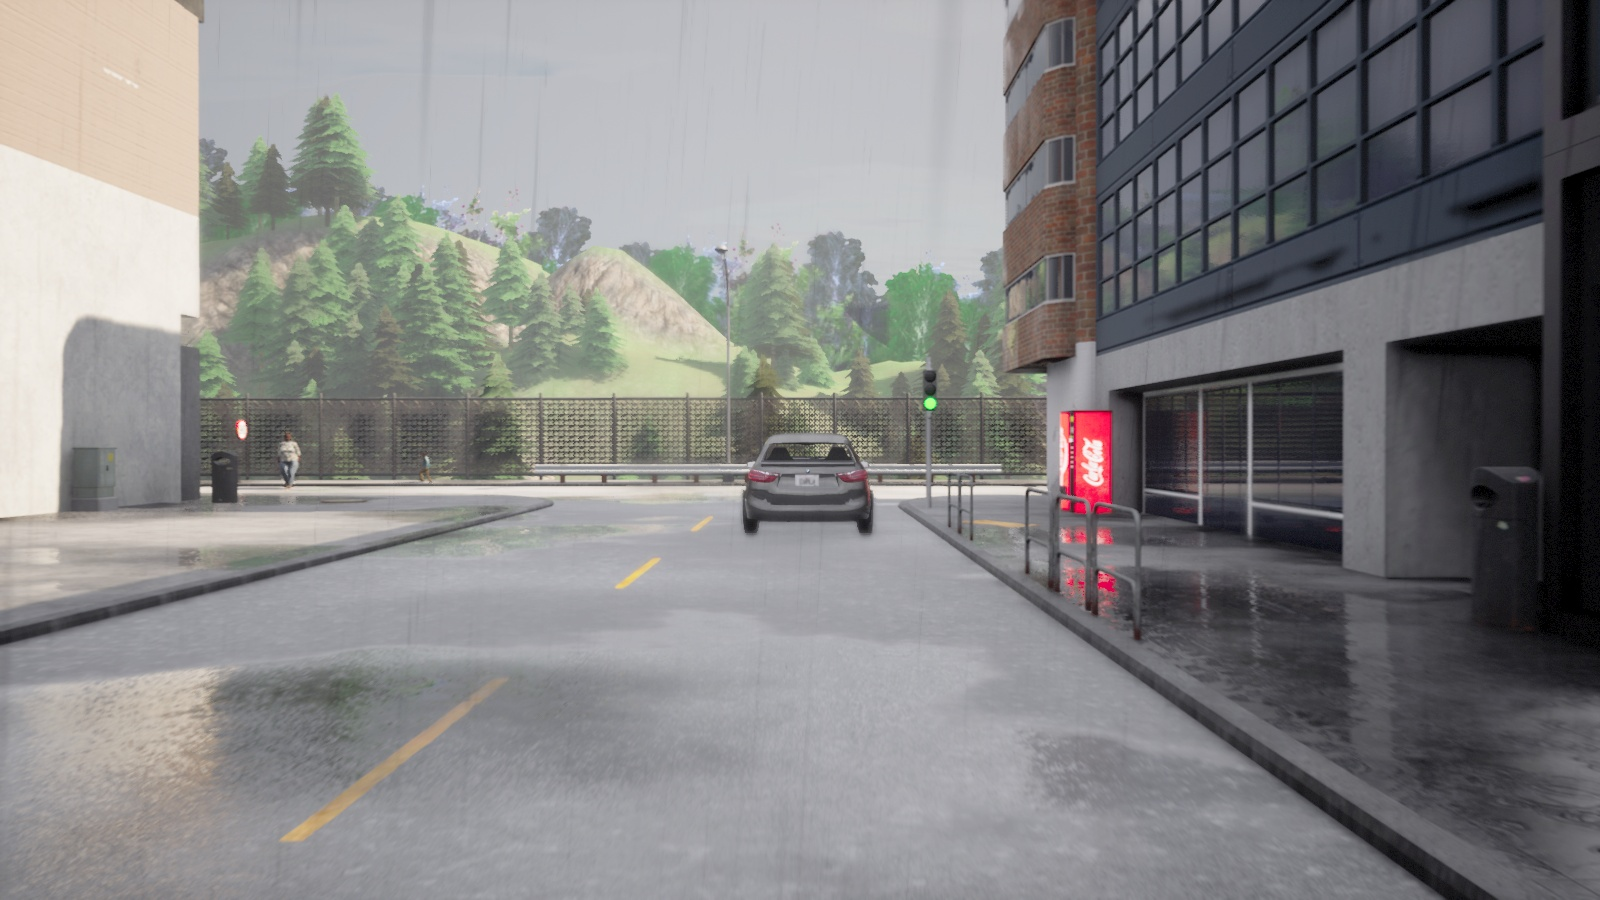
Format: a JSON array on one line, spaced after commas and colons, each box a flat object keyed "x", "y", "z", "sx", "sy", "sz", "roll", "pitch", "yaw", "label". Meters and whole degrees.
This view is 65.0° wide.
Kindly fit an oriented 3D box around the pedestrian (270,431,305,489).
[{"x": -16.426, "y": 0.309, "z": 40.261, "sx": 0.874, "sy": 1.855, "sz": 0.900, "roll": 0, "pitch": 0, "yaw": -12, "label": "pedestrian"}]

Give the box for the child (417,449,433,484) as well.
[{"x": -13.117, "y": 0.578, "z": 43.946, "sx": 0.448, "sy": 1.192, "sz": 0.343, "roll": 0, "pitch": 0, "yaw": -3, "label": "child"}]

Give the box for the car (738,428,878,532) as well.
[{"x": 0.142, "y": 0.465, "z": 22.339, "sx": 2.242, "sy": 1.667, "sz": 4.611, "roll": 0, "pitch": 0, "yaw": 0, "label": "car"}]
